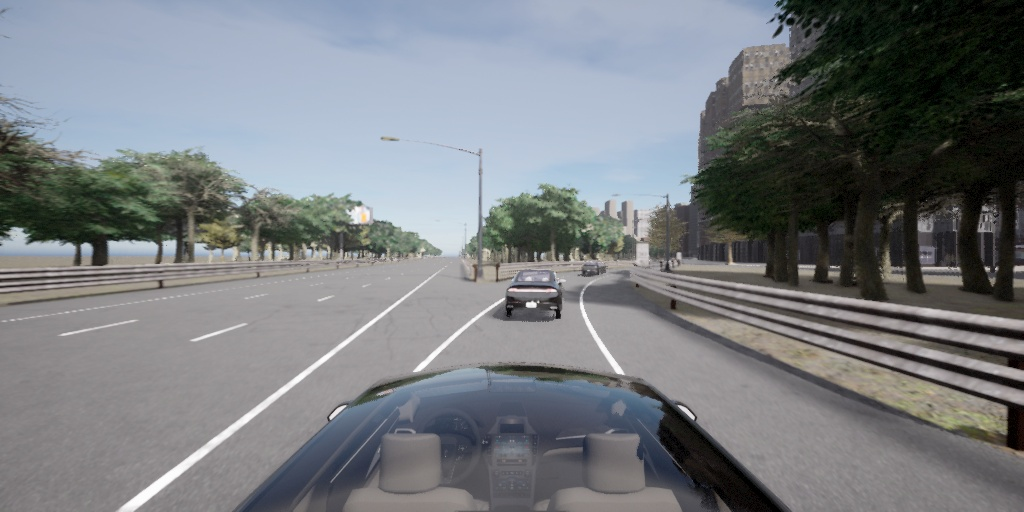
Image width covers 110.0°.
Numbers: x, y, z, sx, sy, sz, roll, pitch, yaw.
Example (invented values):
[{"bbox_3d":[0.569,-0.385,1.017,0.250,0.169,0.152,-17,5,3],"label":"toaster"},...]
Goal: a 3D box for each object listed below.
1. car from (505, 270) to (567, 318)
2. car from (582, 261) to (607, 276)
[{"bbox_3d":[0.937,1.254,13.129,2.128,1.511,4.902,0,0,9],"label":"car"},{"bbox_3d":[8.890,1.309,38.591,2.128,1.511,4.902,0,0,26],"label":"car"}]
